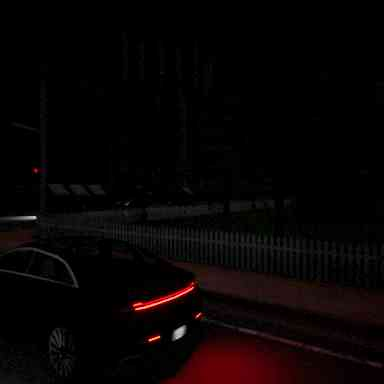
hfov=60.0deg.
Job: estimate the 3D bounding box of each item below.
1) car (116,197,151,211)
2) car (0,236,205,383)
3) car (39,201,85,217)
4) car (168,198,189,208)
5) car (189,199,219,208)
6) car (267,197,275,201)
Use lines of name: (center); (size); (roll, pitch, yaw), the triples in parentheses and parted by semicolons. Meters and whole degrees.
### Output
car: (-6.960, 1.346, 39.885); (2.097, 1.767, 4.553); (0, 0, 34)
car: (-2.118, 1.490, 5.451); (4.902, 1.511, 2.128); (0, 0, 36)
car: (-12.377, 1.558, 31.861); (1.994, 1.385, 4.181); (0, 0, 34)
car: (-1.402, 1.594, 48.105); (1.895, 1.301, 4.718); (0, 0, 34)
car: (1.999, 1.595, 46.555); (1.895, 1.301, 4.718); (0, 0, 34)
car: (15.208, 1.543, 59.887); (2.033, 1.411, 5.357); (0, 0, 34)
